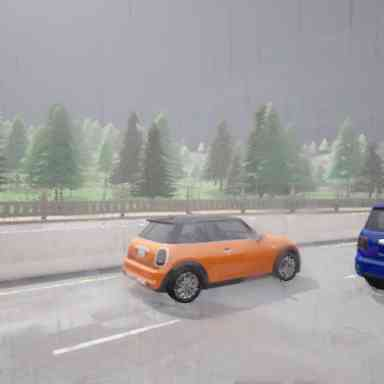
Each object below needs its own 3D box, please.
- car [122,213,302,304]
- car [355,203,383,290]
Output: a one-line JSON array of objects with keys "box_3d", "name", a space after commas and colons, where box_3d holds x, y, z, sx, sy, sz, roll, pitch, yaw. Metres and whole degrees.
[{"box_3d": [0.670, 1.365, 8.395, 4.553, 1.767, 2.097, 0, 0, -34], "name": "car"}, {"box_3d": [6.198, 1.246, 7.834, 5.566, 2.045, 2.150, 0, 0, -32], "name": "car"}]
